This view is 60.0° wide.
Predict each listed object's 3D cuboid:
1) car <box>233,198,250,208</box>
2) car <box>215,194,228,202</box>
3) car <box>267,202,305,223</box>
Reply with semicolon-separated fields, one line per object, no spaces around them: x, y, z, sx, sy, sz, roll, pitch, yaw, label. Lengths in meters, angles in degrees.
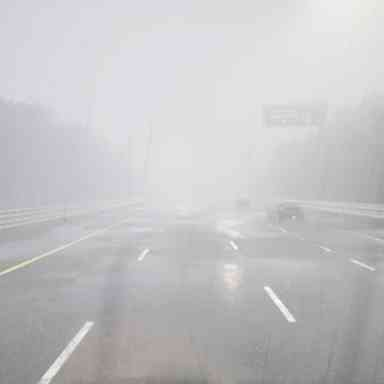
7.079;1.521;47.953;2.033;1.411;5.357;0;0;0;car
7.145;1.313;78.035;2.097;1.767;4.553;0;0;0;car
7.032;1.495;25.233;1.837;1.490;4.892;0;0;0;car
